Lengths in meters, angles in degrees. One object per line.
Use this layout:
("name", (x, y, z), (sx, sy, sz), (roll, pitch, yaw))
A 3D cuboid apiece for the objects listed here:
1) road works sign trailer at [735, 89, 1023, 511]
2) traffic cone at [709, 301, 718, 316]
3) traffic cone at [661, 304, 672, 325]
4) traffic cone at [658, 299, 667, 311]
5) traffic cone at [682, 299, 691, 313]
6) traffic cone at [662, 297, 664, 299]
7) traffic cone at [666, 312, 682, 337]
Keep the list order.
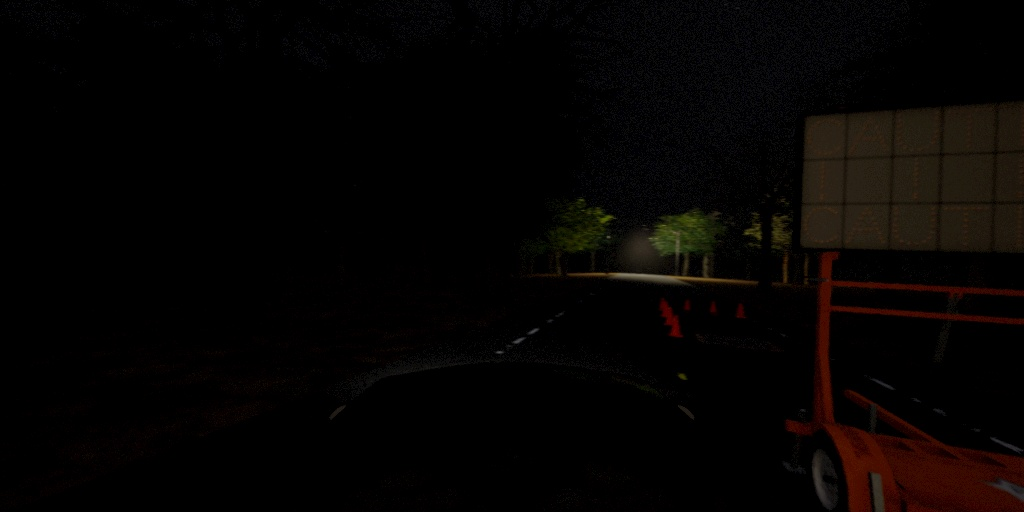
("road works sign trailer", (3.763, 0.402, 3.209), (2.380, 3.560, 2.880), (0, 0, 19))
("traffic cone", (8.574, 2.214, 15.294), (0.340, 0.580, 0.340), (0, 0, 20))
("traffic cone", (5.359, 2.042, 12.190), (0.340, 0.580, 0.340), (0, 0, 20))
("traffic cone", (6.025, 2.087, 14.076), (0.340, 0.580, 0.340), (0, 0, 19))
("traffic cone", (7.633, 2.173, 15.627), (0.340, 0.580, 0.340), (0, 0, 19))
("traffic cone", (6.691, 2.132, 15.961), (0.340, 0.580, 0.340), (0, 0, 19))
("traffic cone", (4.693, 1.996, 10.305), (0.340, 0.580, 0.340), (0, 0, 19))
